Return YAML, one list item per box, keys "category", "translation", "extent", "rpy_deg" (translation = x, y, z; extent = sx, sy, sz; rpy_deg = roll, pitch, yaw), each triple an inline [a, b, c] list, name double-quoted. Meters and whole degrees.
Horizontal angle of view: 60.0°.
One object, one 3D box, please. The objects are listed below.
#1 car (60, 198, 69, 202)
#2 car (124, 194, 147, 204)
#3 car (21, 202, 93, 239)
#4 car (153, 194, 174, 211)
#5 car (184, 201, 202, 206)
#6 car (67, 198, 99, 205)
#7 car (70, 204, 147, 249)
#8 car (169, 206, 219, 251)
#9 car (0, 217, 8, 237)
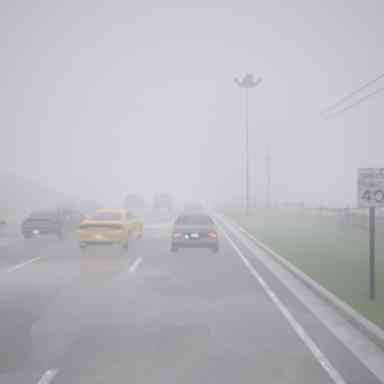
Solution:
- category: "car"
  translation: [-13.903, 1.511, 38.206]
  extent: [1.837, 1.490, 4.892]
  rpy_deg: [0, 0, 0]
- category: "car"
  translation: [-6.904, 1.228, 40.951]
  extent: [2.150, 2.045, 5.566]
  rpy_deg: [0, 0, 0]
- category: "car"
  translation: [-6.953, 1.509, 17.269]
  extent: [1.837, 1.490, 4.892]
  rpy_deg: [0, 0, 1]
- category: "car"
  translation: [-3.403, 1.227, 40.154]
  extent: [2.150, 2.045, 5.566]
  rpy_deg: [0, 0, 0]
- category: "car"
  translation: [0.097, 1.607, 36.806]
  extent: [1.895, 1.301, 4.718]
  rpy_deg: [0, 0, 0]
- category: "car"
  translation: [-10.419, 1.553, 33.674]
  extent: [2.033, 1.411, 5.357]
  rpy_deg: [0, 0, 0]
- category: "car"
  translation: [-3.401, 1.480, 14.545]
  extent: [1.882, 1.535, 5.008]
  rpy_deg: [0, 0, 0]
- category: "car"
  translation: [0.098, 1.549, 13.996]
  extent: [2.033, 1.411, 5.357]
  rpy_deg: [0, 0, 0]
- category: "car"
  translation: [-10.474, 1.480, 15.186]
  extent: [1.882, 1.535, 5.008]
  rpy_deg: [0, 0, 1]
